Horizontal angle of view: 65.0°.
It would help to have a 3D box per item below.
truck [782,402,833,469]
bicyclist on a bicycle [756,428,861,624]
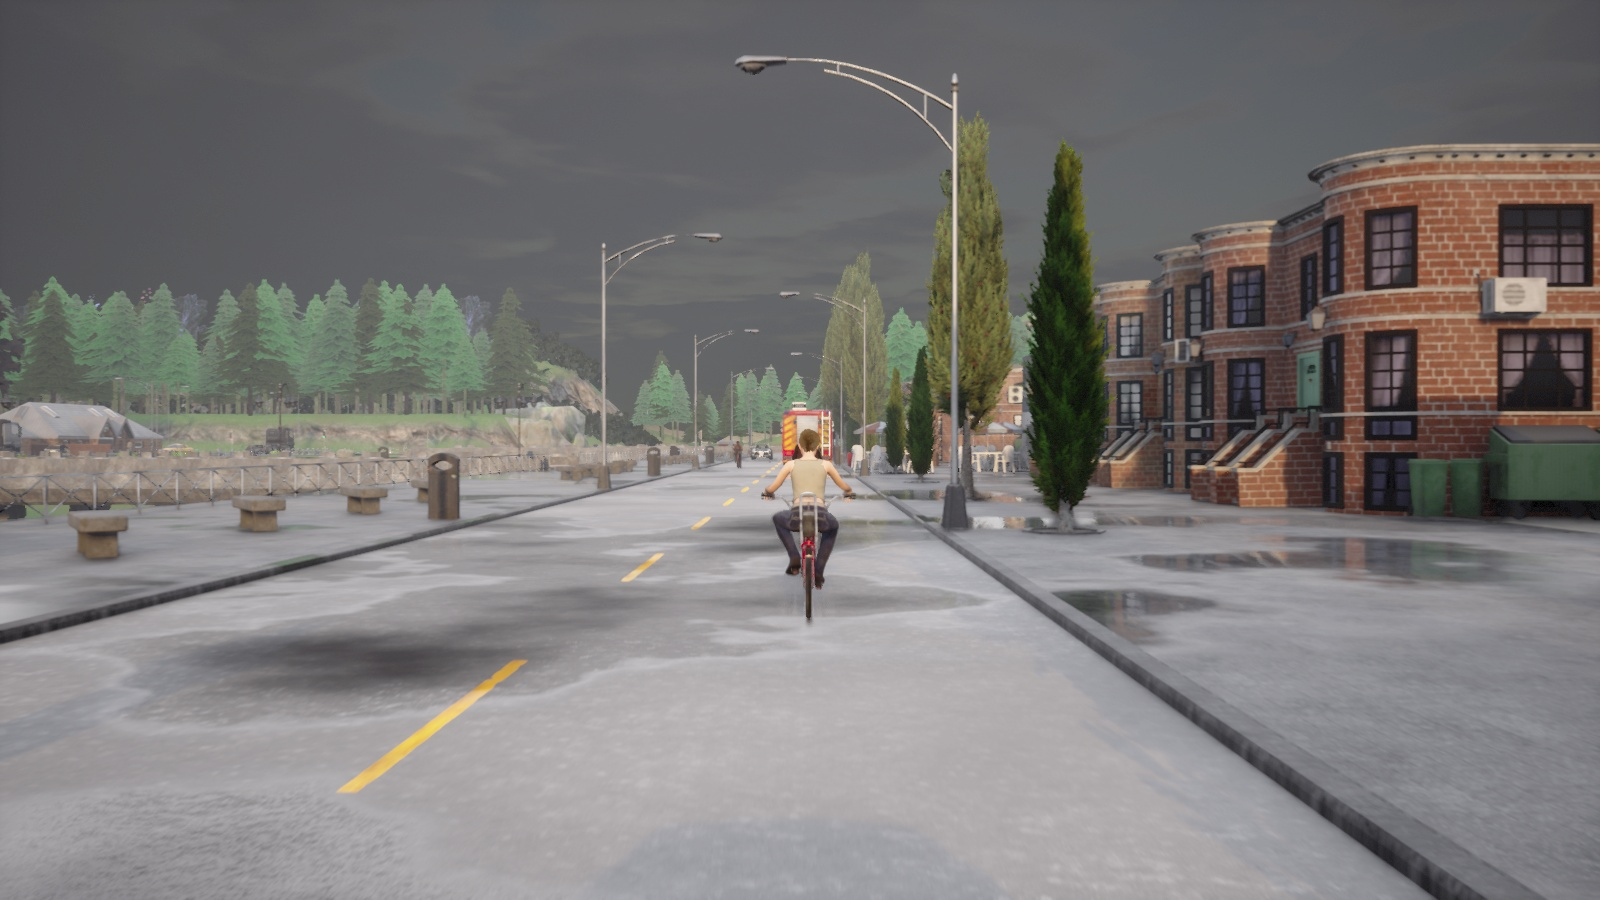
[{"bbox_3d":[0.431,-0.841,75.067,2.891,3.827,8.468,0,0,0],"label":"truck"},{"bbox_3d":[0.076,0.620,11.099,0.866,1.612,1.509,0,0,0],"label":"bicyclist on a bicycle"}]
